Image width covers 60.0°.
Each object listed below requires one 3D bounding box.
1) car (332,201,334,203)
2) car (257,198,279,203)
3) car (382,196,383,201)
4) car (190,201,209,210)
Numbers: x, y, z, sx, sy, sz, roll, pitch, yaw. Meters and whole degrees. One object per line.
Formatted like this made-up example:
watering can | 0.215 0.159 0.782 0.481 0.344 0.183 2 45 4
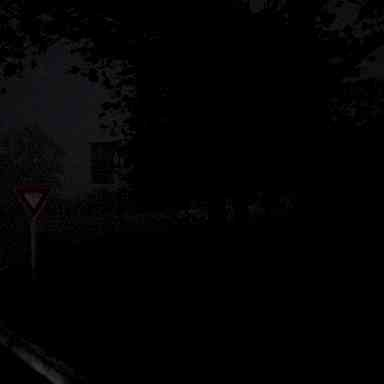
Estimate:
car | 26.720 1.409 58.842 4.892 1.490 1.837 -2 1 -37
car | 14.814 1.754 64.879 4.718 1.301 1.895 -2 1 -37
car | 37.060 1.042 62.474 4.181 1.385 1.994 -2 1 -38
car | 2.256 2.231 55.247 5.357 1.411 2.033 -2 1 -38
